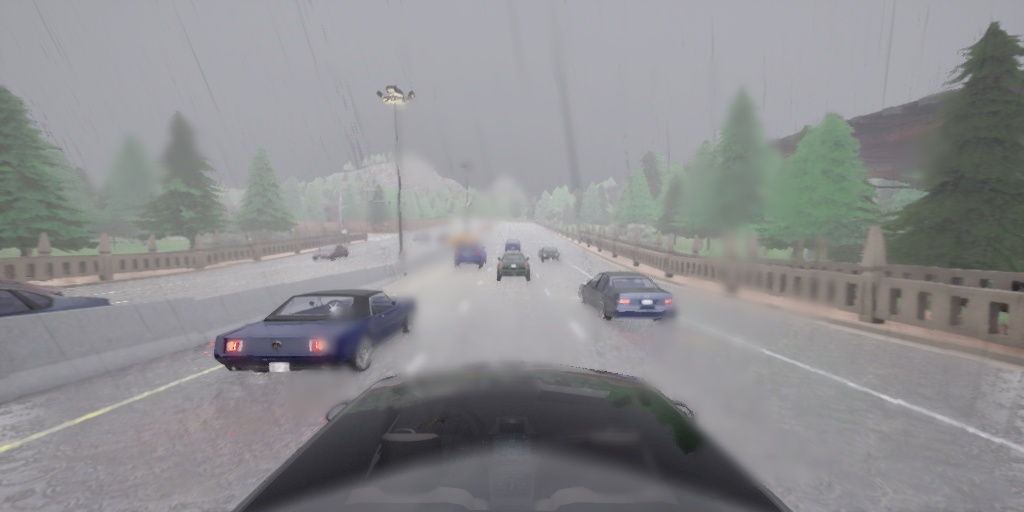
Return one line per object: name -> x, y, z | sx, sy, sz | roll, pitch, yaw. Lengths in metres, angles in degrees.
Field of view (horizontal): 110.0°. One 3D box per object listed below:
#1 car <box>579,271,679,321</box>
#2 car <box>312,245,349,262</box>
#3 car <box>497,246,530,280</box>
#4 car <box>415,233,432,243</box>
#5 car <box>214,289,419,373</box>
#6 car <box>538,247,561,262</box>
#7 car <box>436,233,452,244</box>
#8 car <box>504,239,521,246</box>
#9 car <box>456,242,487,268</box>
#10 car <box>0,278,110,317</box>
car -> 3.598, 1.217, 12.057 | 2.033, 1.411, 5.357 | 0, 1, 0
car -> -17.595, -0.351, 35.071 | 1.812, 1.442, 4.674 | 0, 6, 0
car -> 0.095, 0.486, 23.871 | 2.097, 1.767, 4.553 | 0, 4, 0
car -> -13.931, -2.891, 56.554 | 1.812, 1.442, 4.674 | 0, 7, 1
car -> -3.401, 1.332, 7.479 | 1.895, 1.301, 4.718 | 0, 0, 0
car -> 3.594, -0.262, 34.961 | 1.895, 1.301, 4.718 | 0, 6, 0
car -> -10.441, -2.792, 55.564 | 1.837, 1.490, 4.892 | 0, 6, 1
car -> 0.115, -1.376, 43.381 | 1.882, 1.535, 5.008 | 0, 7, 0
car -> -3.406, -0.185, 30.516 | 2.150, 2.045, 5.566 | 0, 5, 0
car -> -10.601, 1.286, 6.344 | 2.033, 1.411, 5.357 | 0, 0, 0
